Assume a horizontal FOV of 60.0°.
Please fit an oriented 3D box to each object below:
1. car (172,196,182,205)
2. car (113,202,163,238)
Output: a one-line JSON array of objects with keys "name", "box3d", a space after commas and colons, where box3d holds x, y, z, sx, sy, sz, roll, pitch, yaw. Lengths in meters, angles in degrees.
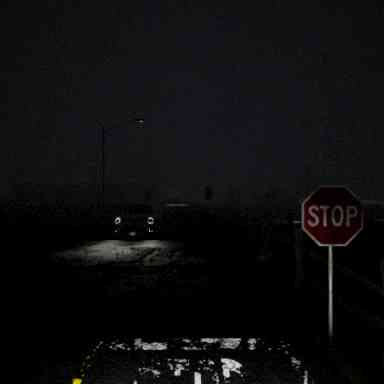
[{"name": "car", "box3d": [-2.791, 1.612, 62.390, 1.837, 1.490, 4.892, 0, 0, 0]}, {"name": "car", "box3d": [-2.759, 1.362, 17.748, 2.097, 1.767, 4.553, 0, 0, 0]}]
